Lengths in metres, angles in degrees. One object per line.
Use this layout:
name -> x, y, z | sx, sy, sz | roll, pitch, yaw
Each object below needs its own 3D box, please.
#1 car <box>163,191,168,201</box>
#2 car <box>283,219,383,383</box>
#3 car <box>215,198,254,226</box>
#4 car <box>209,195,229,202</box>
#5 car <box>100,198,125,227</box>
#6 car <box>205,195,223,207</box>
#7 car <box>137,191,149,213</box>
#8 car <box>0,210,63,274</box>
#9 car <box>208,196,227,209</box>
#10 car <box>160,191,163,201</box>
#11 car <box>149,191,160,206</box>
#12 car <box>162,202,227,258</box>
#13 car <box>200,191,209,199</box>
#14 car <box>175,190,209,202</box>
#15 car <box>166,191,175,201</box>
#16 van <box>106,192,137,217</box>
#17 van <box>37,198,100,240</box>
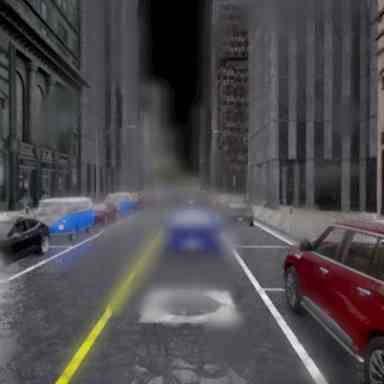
car -> -5.774, 0.937, 58.876 | 1.802, 1.307, 4.206 | 0, 1, 0
car -> 2.763, 1.262, 4.476 | 2.192, 1.841, 5.009 | 0, 1, 0
car -> 2.760, 1.313, 20.800 | 2.008, 1.369, 4.403 | 0, 1, 0
car -> 2.758, 1.080, 31.679 | 1.967, 1.590, 4.097 | 0, 1, 0
car -> -5.766, 1.307, 20.791 | 1.887, 1.381, 4.507 | 0, 1, 0
car -> 2.756, 1.062, 42.561 | 1.887, 1.381, 4.507 | 0, 1, 0
car -> -5.768, 0.954, 31.671 | 2.192, 1.841, 5.009 | 0, 1, 0
car -> -5.764, 1.451, 9.909 | 1.947, 1.339, 4.313 | 0, 1, 0
car -> 2.757, 1.160, 37.122 | 1.802, 1.307, 4.206 | 0, 1, 0
car -> -5.771, 0.898, 47.995 | 1.967, 1.590, 4.097 | 0, 1, 0
car -> -5.769, 0.832, 42.552 | 2.192, 1.841, 5.009 | 0, 1, 0
car -> 0.033, 1.337, 12.158 | 1.882, 1.535, 5.008 | 0, 1, 1
car -> 2.748, 0.645, 75.201 | 1.967, 1.590, 4.097 | 0, 1, 0
car -> 0.031, 0.914, 27.080 | 2.150, 2.045, 5.566 | 0, 1, 0
car -> -3.062, 0.960, 58.369 | 1.895, 1.301, 4.718 | 0, 1, 1
van -> -5.767, 1.042, 26.230 | 1.690, 1.788, 3.998 | 0, 1, 0
van -> -5.765, 1.164, 15.348 | 1.690, 1.788, 3.998 | 0, 1, 0
